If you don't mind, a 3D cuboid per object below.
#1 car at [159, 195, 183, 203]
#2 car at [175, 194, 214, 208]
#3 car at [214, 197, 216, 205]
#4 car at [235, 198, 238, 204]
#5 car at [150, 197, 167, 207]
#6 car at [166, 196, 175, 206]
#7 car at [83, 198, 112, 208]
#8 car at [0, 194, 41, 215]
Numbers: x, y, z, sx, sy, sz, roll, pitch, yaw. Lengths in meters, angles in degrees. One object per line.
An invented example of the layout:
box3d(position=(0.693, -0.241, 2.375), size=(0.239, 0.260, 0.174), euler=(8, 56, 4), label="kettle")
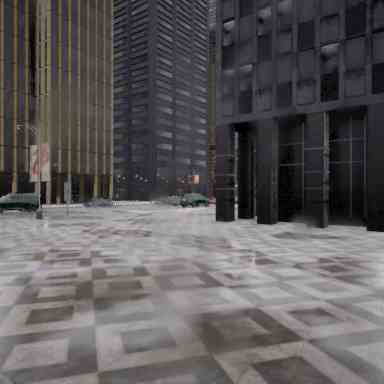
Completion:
box3d(position=(-3.720, 1.290, 60.528), size=(1.812, 1.442, 4.674), euler=(0, 0, 37), label="car")
box3d(position=(0.487, 1.280, 49.801), size=(2.150, 2.045, 5.566), euler=(0, 0, 37), label="car")
box3d(position=(4.480, 1.632, 60.648), size=(1.994, 1.385, 4.181), euler=(0, 0, 37), label="car")
box3d(position=(6.836, 1.578, 58.369), size=(1.837, 1.490, 4.892), euler=(0, 0, 37), label="car")
box3d(position=(-4.664, 1.539, 53.923), size=(2.128, 1.511, 4.902), euler=(0, 0, 37), label="car")
box3d(position=(-1.160, 1.602, 53.003), size=(2.033, 1.411, 5.357), euler=(0, 0, 37), label="car")
box3d(position=(-13.476, 1.588, 47.617), size=(1.994, 1.385, 4.181), euler=(0, 0, 37), label="car")
box3d(position=(-18.864, 1.233, 34.981), size=(2.150, 2.045, 5.566), euler=(0, 0, 37), label="car")
